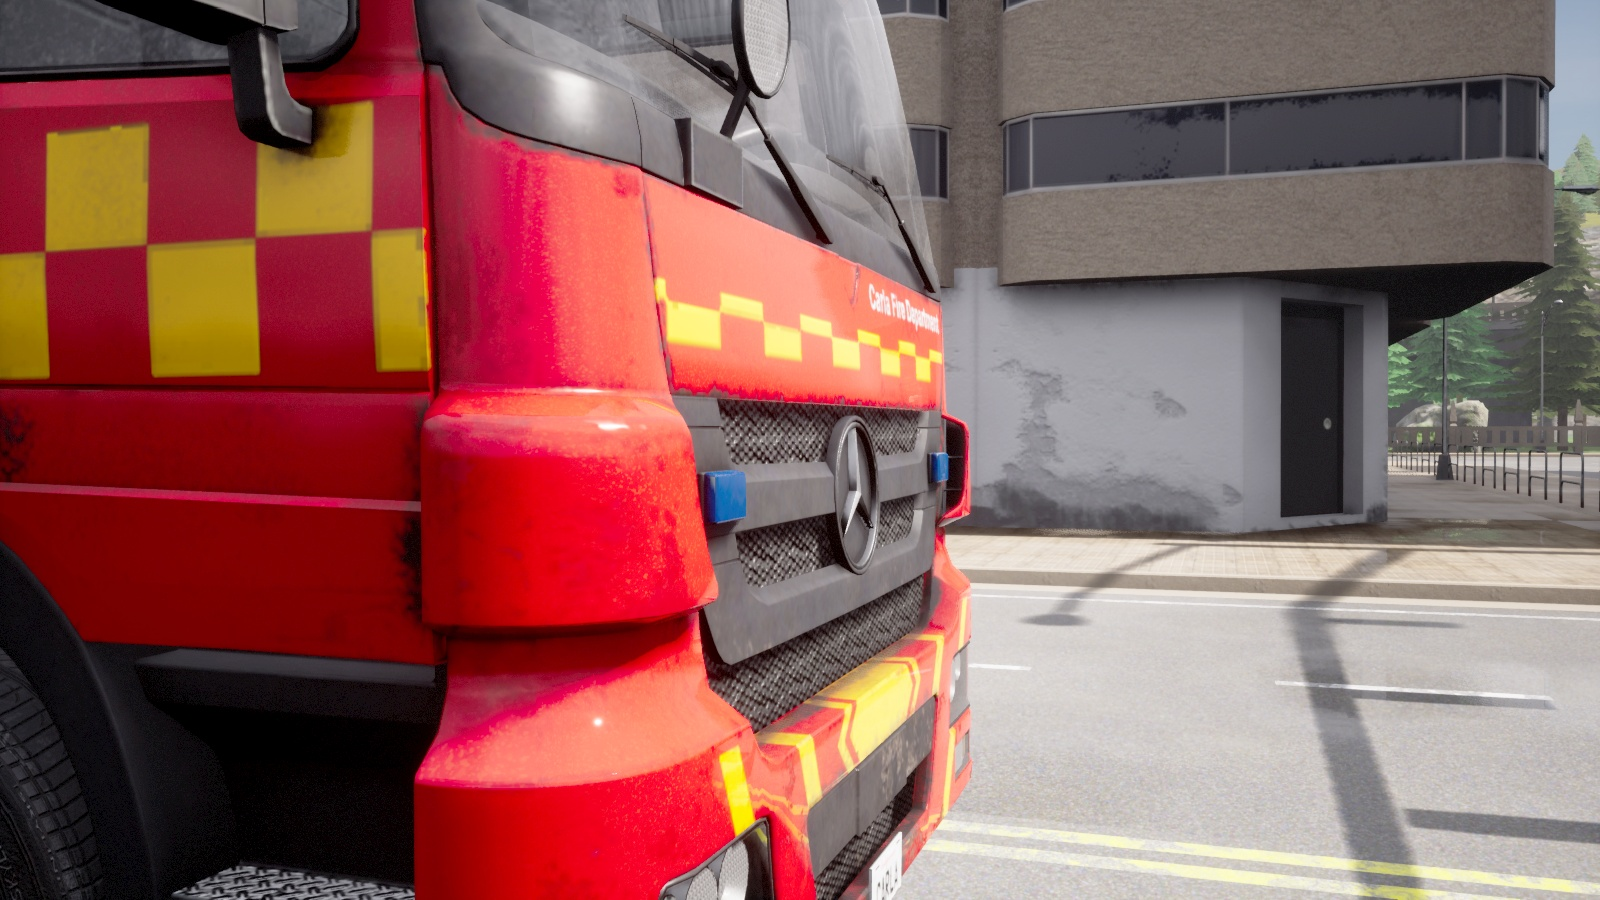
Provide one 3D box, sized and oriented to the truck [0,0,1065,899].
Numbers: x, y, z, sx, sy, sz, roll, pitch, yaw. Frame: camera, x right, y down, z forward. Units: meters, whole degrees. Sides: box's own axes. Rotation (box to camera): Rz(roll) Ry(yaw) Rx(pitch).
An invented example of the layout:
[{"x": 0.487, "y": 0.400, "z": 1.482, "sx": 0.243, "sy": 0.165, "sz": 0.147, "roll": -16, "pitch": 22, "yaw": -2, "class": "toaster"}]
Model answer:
[{"x": -3.556, "y": -0.422, "z": 4.371, "sx": 8.468, "sy": 3.827, "sz": 2.891, "roll": 1, "pitch": 1, "yaw": 19, "class": "truck"}]
